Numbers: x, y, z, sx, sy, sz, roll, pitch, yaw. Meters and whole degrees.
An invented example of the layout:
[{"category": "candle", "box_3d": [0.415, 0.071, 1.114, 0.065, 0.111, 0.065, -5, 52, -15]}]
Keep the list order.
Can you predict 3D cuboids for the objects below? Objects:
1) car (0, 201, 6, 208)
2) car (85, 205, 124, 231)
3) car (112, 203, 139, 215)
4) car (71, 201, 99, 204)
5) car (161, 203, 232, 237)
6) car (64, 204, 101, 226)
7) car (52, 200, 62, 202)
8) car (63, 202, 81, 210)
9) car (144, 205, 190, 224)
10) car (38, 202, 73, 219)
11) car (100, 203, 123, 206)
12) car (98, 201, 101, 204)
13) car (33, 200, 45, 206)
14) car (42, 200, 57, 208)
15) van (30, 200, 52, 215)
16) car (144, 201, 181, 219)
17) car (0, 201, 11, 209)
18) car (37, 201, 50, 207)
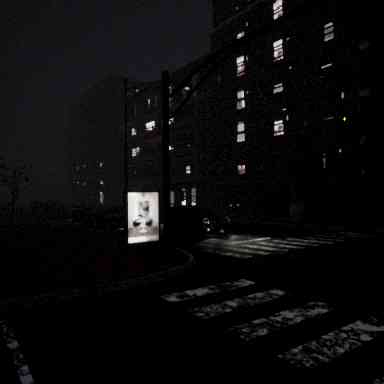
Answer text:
[{"category": "car", "box_3d": [-44.710, 2.861, 77.303, 1.887, 1.381, 4.507, -2, 0, -36]}, {"category": "car", "box_3d": [-5.526, 1.887, 23.164, 2.008, 1.369, 4.403, -2, 0, -36]}, {"category": "car", "box_3d": [-8.401, 2.096, 41.730, 1.802, 1.307, 4.206, -2, 0, -36]}, {"category": "car", "box_3d": [-12.379, 2.066, 37.246, 1.812, 1.442, 4.674, -1, 0, -36]}, {"category": "car", "box_3d": [0.275, 1.579, 19.888, 2.097, 1.767, 4.553, -1, -1, -37]}, {"category": "car", "box_3d": [-8.800, 1.969, 27.669, 2.008, 1.369, 4.403, -2, 0, -36]}, {"category": "car", "box_3d": [-23.353, 2.332, 57.781, 1.882, 1.535, 5.008, -1, -1, -36]}, {"category": "car", "box_3d": [-21.560, 2.423, 59.703, 1.802, 1.307, 4.206, -2, 0, -36]}, {"category": "car", "box_3d": [-2.245, 1.892, 28.737, 1.994, 1.385, 4.181, -1, -1, -36]}, {"category": "car", "box_3d": [-14.895, 2.114, 36.133, 1.887, 1.381, 4.507, -2, 0, -36]}, {"category": "car", "box_3d": [-5.781, 1.881, 28.162, 1.837, 1.490, 4.892, -1, -1, -36]}, {"category": "car", "box_3d": [-15.012, 2.118, 50.696, 1.967, 1.590, 4.097, -2, 0, -36]}, {"category": "car", "box_3d": [-37.931, 2.796, 82.229, 1.887, 1.381, 4.507, -2, 0, -36]}, {"category": "car", "box_3d": [-31.386, 2.527, 73.219, 1.967, 1.590, 4.097, -2, 0, -36]}, {"category": "van", "box_3d": [-19.828, 2.034, 43.010, 1.690, 1.788, 3.998, -2, 0, -36]}, {"category": "car", "box_3d": [-3.130, 1.823, 34.557, 1.967, 1.590, 4.097, -2, 0, -36]}, {"category": "car", "box_3d": [-38.162, 2.703, 68.293, 2.008, 1.369, 4.403, -2, 0, -36]}, {"category": "car", "box_3d": [-34.656, 2.735, 77.724, 1.947, 1.339, 4.313, -2, 0, -36]}]
